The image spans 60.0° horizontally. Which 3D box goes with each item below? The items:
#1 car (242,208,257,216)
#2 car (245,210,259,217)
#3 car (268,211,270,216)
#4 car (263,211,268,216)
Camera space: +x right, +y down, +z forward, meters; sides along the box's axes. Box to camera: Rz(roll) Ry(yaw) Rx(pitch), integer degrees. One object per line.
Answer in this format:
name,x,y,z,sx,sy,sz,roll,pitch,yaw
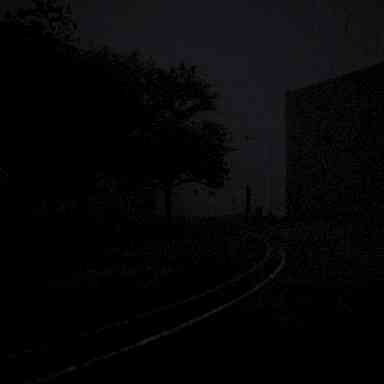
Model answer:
car,10.442,3.972,62.267,2.002,1.452,4.674,1,-4,18
car,12.122,4.377,67.484,2.163,1.488,4.792,-1,-5,18
car,18.965,5.899,88.511,2.185,1.767,4.553,-1,-5,18
car,17.228,5.639,83.169,2.002,1.452,4.674,-1,-5,18
